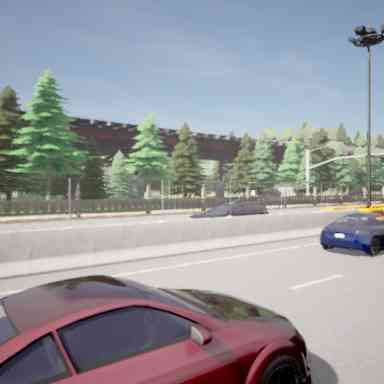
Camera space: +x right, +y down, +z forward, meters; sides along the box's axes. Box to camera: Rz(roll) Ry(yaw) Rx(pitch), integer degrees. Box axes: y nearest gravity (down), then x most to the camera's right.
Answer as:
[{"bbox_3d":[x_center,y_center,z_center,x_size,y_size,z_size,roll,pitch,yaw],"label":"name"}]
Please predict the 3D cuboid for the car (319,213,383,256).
[{"bbox_3d":[6.859,1.509,12.937,4.181,1.385,1.994,0,0,-35],"label":"car"}]

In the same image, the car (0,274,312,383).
[{"bbox_3d":[-0.753,1.559,3.207,4.181,1.385,1.994,0,0,-36],"label":"car"}]

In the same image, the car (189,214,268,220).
[{"bbox_3d":[2.053,1.425,18.322,5.008,1.535,1.882,0,0,-35],"label":"car"}]
